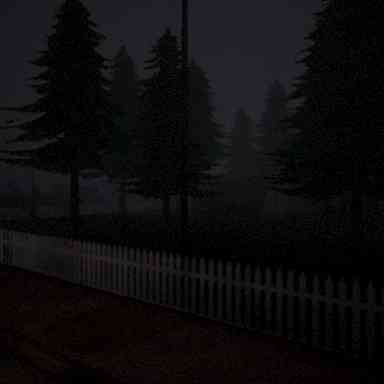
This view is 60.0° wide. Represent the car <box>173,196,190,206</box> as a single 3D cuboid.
[{"bbox_3d":[-0.171,1.437,51.577,2.033,1.411,5.357,0,0,35],"label":"car"}]

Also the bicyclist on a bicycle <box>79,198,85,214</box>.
[{"bbox_3d":[-10.173,1.208,29.910,1.656,1.620,0.582,0,0,34],"label":"bicyclist on a bicycle"}]

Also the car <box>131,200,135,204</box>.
[{"bbox_3d":[-8.344,1.398,58.380,2.033,1.411,5.357,0,0,35],"label":"car"}]
